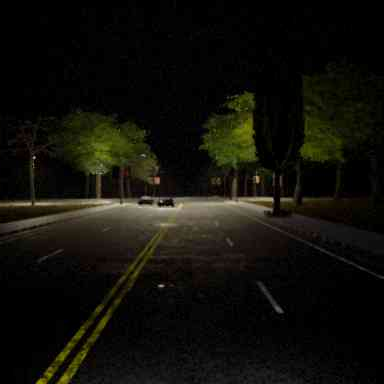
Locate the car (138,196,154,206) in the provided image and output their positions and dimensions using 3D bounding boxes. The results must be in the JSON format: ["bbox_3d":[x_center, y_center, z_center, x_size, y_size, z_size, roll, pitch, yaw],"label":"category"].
[{"bbox_3d":[-6.543,1.286,48.068,2.033,1.411,5.357,0,0,1],"label":"car"}]

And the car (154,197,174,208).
[{"bbox_3d":[-3.326,1.325,42.979,1.994,1.385,4.181,0,0,0],"label":"car"}]
